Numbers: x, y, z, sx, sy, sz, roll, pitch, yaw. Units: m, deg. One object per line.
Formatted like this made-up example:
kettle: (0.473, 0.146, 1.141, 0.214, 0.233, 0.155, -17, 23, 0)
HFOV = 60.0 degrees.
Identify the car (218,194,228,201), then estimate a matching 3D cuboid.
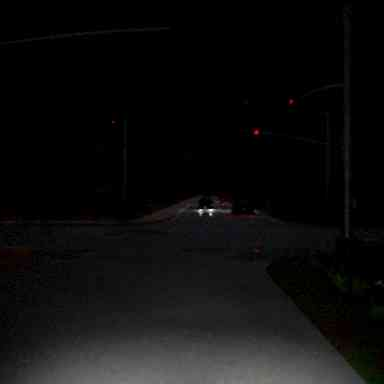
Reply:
car: (6.820, 1.145, 73.262, 1.837, 1.490, 4.892, 0, 0, 3)

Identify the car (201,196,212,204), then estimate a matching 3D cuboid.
car: (2.545, 1.369, 58.339, 1.812, 1.442, 4.674, 0, 0, 3)

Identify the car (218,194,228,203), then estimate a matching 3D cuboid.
car: (6.338, 1.434, 63.300, 1.895, 1.301, 4.718, 0, 0, 3)

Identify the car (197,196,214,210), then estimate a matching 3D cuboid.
car: (1.715, 1.425, 42.069, 2.033, 1.411, 5.357, 0, 0, 3)

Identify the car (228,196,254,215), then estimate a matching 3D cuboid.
car: (4.836, 1.375, 32.277, 1.882, 1.535, 5.008, 0, 0, 3)
